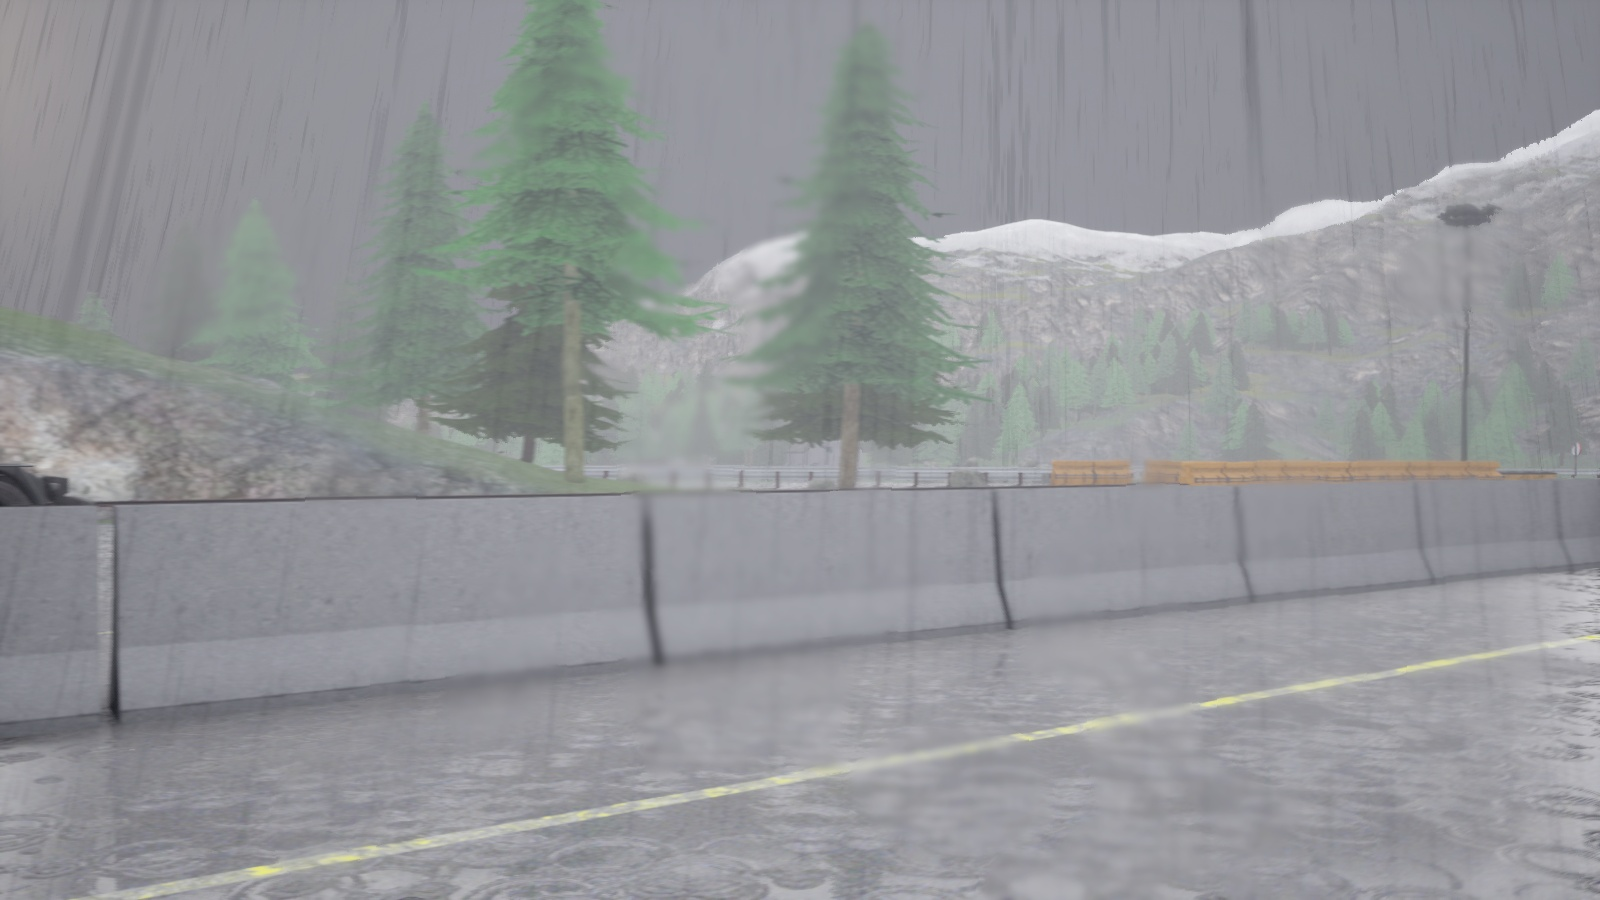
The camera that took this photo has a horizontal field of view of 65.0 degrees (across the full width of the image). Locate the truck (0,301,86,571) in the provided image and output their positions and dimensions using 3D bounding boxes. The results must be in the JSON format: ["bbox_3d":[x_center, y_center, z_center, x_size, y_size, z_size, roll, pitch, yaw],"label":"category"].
[{"bbox_3d":[-13.547,-0.173,15.555,7.936,3.462,2.891,0,0,-35],"label":"truck"}]
